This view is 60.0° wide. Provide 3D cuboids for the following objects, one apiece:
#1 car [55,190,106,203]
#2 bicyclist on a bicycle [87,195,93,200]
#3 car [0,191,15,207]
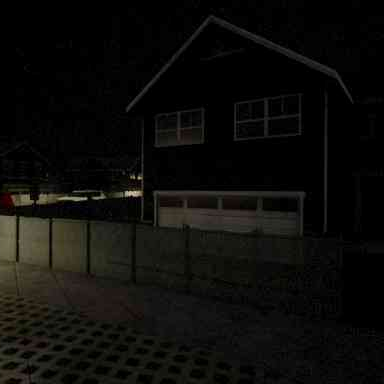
[{"bbox_3d":[-10.838,0.864,32.630,2.150,2.045,5.566,0,1,25],"label":"car"},{"bbox_3d":[-7.784,1.047,25.400,1.656,1.620,0.582,0,1,27],"label":"bicyclist on a bicycle"},{"bbox_3d":[-15.375,0.994,23.386,2.150,2.045,5.566,0,1,26],"label":"car"}]
